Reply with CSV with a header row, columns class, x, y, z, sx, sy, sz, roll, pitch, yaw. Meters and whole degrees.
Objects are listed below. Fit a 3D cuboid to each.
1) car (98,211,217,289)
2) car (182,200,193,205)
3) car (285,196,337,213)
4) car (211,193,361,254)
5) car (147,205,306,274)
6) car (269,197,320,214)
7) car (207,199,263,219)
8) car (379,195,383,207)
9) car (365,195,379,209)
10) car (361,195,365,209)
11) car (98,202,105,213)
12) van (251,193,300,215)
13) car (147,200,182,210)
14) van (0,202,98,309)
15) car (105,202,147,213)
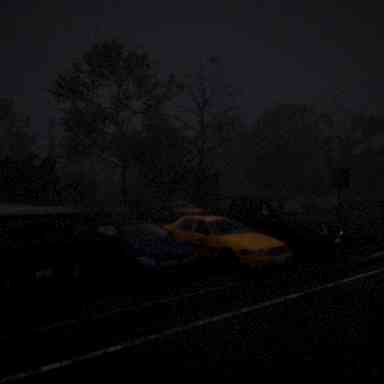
class,x,y,z,sx,sy,sz,roll,pitch,yaw
car,-1.631,1.511,9.435,2.002,1.452,4.674,-1,0,-36
car,-0.760,1.393,25.905,1.946,1.575,5.366,-1,0,-36
car,12.683,1.275,35.737,2.097,1.535,5.008,-1,0,-36
car,2.946,1.178,12.669,2.435,2.045,5.566,0,0,-36
car,0.758,1.447,10.912,1.946,1.575,5.366,-1,0,-36
car,10.423,1.335,34.123,2.002,1.452,4.674,-1,0,-36
car,3.665,1.385,29.261,2.163,1.488,4.792,-1,0,-36
car,21.715,1.199,42.193,2.231,1.521,4.892,0,0,-36
car,19.450,1.217,40.588,2.097,1.535,5.008,0,0,-36
car,17.176,1.111,38.994,2.185,1.767,4.553,0,0,-36
car,-7.644,1.457,21.218,2.097,1.535,5.008,-1,0,-36
van,8.094,1.089,32.606,1.878,1.987,4.442,-1,0,-36
car,-3.142,1.446,24.466,2.163,1.488,4.792,-1,0,-36
van,-3.980,1.265,7.897,1.878,1.987,4.442,-1,0,-36
car,-5.387,1.438,22.833,2.231,1.521,4.892,-1,0,-36
